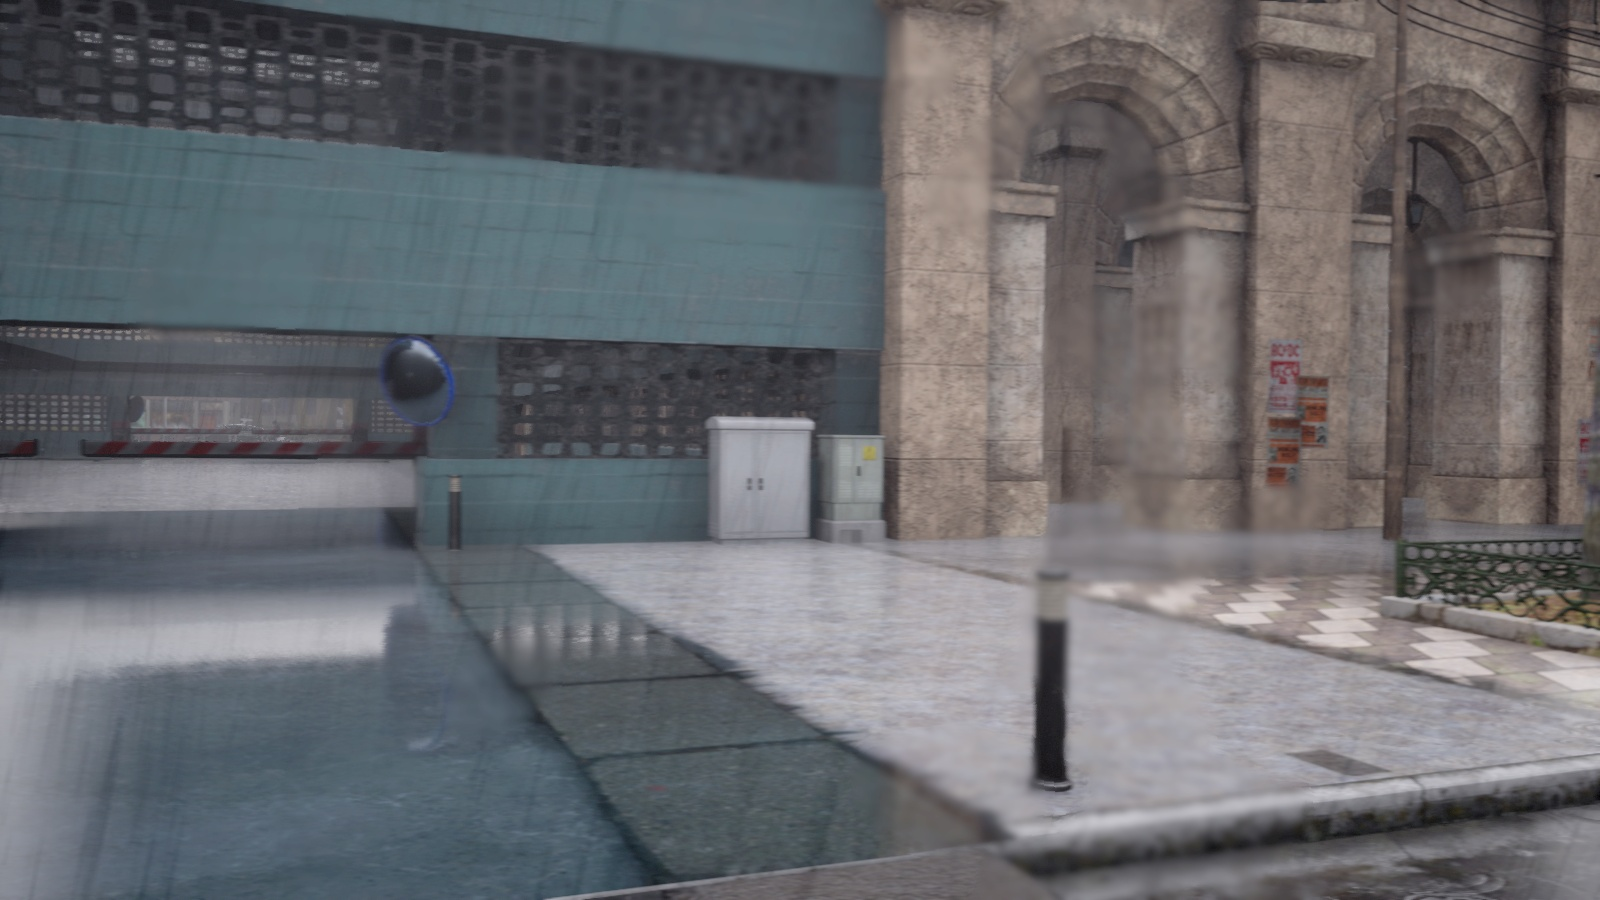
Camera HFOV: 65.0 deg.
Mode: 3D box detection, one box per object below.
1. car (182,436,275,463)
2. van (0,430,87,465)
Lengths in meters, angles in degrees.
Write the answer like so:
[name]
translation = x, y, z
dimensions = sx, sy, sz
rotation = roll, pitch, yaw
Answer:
[car]
translation = -33.887, -0.045, 74.614
dimensions = 4.892, 1.490, 1.837
rotation = -1, 1, -21
[van]
translation = -44.829, -0.172, 74.237
dimensions = 4.442, 1.987, 1.775
rotation = -1, 1, -21
